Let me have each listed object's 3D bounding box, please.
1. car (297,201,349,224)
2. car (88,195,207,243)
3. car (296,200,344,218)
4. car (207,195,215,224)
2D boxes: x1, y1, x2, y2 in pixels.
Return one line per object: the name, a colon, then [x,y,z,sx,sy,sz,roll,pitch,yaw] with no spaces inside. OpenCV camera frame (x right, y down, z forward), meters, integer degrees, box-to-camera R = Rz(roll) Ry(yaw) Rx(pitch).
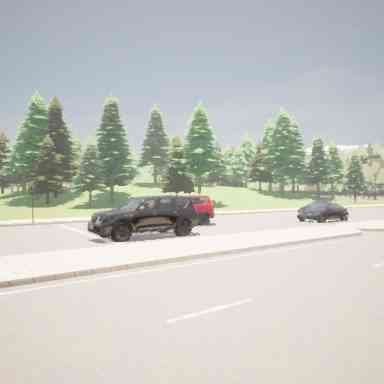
car: [10.016,1.526,25.209,4.674,1.442,1.812,0,0,-35]
car: [-2.252,1.219,16.567,5.566,2.045,2.150,0,0,-35]
car: [11.876,1.525,30.746,4.674,1.442,1.812,0,0,-35]
car: [-1.044,1.218,21.746,5.566,2.045,2.150,-1,0,-36]
